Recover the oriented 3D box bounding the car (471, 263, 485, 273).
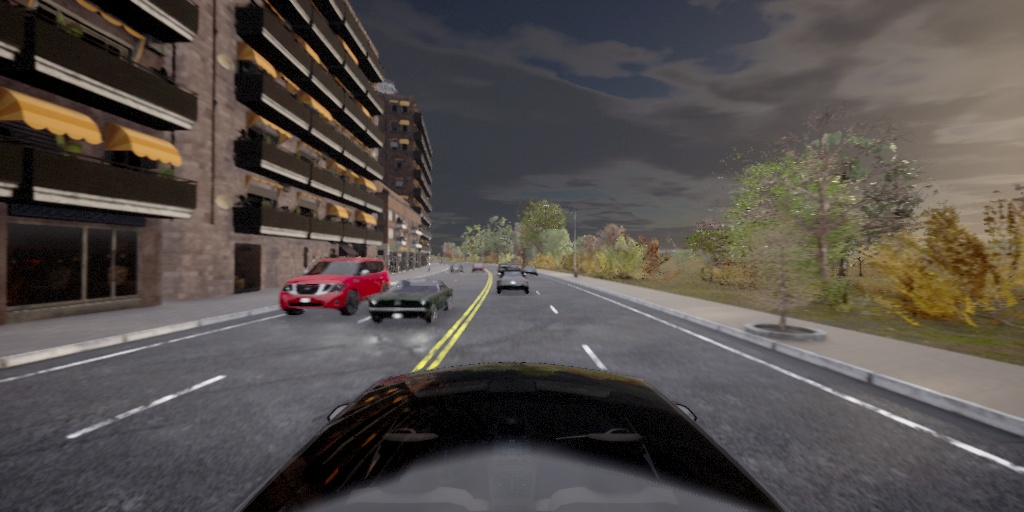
[{"bbox_3d":[-5.128,1.785,54.795,1.882,1.535,5.008,0,-1,-4],"label":"car"}]

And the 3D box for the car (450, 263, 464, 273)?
[{"bbox_3d":[-8.373,1.776,54.523,2.128,1.511,4.902,0,-1,-4],"label":"car"}]

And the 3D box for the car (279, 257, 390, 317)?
[{"bbox_3d":[-6.549,1.069,14.103,2.150,2.045,5.566,0,-1,0],"label":"car"}]

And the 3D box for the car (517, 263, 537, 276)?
[{"bbox_3d":[2.129,1.839,47.292,1.994,1.385,4.181,0,-1,-4],"label":"car"}]

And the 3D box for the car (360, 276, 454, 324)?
[{"bbox_3d":[-3.298,1.453,12.552,1.895,1.301,4.718,0,-1,0],"label":"car"}]

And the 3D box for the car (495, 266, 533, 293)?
[{"bbox_3d":[0.024,1.560,23.183,1.994,1.385,4.181,0,-1,-1],"label":"car"}]

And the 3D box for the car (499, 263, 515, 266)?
[{"bbox_3d":[-1.016,1.745,45.960,1.837,1.490,4.892,1,-1,-4],"label":"car"}]
